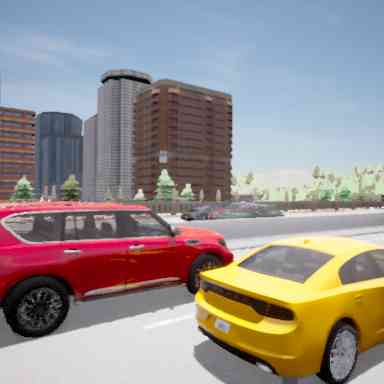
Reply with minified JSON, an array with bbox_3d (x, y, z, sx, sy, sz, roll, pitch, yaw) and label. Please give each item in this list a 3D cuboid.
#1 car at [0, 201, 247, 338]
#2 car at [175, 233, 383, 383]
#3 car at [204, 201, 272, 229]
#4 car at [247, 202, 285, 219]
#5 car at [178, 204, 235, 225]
[{"bbox_3d":[-1.696,1.210,6.837,5.566,2.045,2.150,0,0,-36],"label":"car"},{"bbox_3d":[2.378,1.483,5.445,5.008,1.535,1.882,1,0,-36],"label":"car"},{"bbox_3d":[3.292,1.511,23.538,4.553,1.767,2.097,1,-1,-35],"label":"car"},{"bbox_3d":[3.319,1.476,19.258,4.553,1.767,2.097,1,-1,-35],"label":"car"},{"bbox_3d":[1.202,1.722,26.346,4.181,1.385,1.994,1,-1,-35],"label":"car"}]
